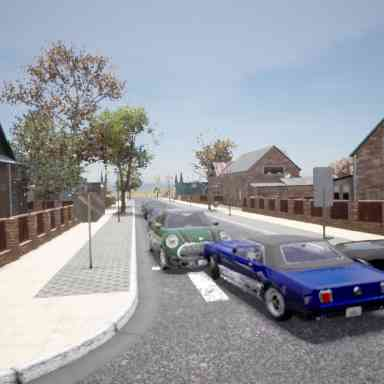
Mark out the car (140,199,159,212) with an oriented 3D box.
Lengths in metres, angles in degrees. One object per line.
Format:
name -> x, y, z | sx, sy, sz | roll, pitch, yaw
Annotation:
car -> -5.392, 1.644, 41.530 | 2.033, 1.411, 5.357 | -2, 0, -10

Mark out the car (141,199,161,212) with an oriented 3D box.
car -> -3.414, 1.550, 30.033 | 1.882, 1.535, 5.008 | -2, 0, -10

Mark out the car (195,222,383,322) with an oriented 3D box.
car -> 1.832, 1.585, 7.332 | 1.895, 1.301, 4.718 | -1, 1, -19

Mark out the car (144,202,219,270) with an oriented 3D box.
car -> -0.238, 1.390, 11.396 | 2.097, 1.767, 4.553 | -2, 0, -14

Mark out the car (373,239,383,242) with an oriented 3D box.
car -> 5.558, 1.434, 7.069 | 5.357, 1.411, 2.033 | -1, 0, 41
